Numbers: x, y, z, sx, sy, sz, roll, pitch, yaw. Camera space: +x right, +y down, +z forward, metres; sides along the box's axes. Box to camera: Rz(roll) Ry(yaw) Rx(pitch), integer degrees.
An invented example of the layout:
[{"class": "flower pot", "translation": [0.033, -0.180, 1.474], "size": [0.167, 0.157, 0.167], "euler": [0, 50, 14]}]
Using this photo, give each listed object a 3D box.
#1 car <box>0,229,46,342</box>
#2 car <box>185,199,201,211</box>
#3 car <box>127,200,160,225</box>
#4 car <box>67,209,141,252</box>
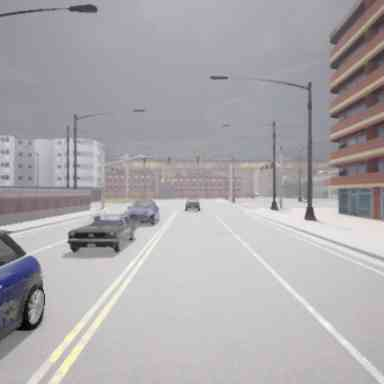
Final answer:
[{"class": "car", "translation": [-3.597, 1.355, 3.879], "size": [2.097, 1.767, 4.553], "euler": [0, 0, 0]}, {"class": "car", "translation": [0.096, 1.546, 41.982], "size": [1.812, 1.442, 4.674], "euler": [0, 1, 0]}, {"class": "car", "translation": [-3.546, 1.374, 24.282], "size": [2.097, 1.767, 4.553], "euler": [0, 0, 0]}, {"class": "car", "translation": [-3.593, 1.614, 14.104], "size": [1.895, 1.301, 4.718], "euler": [0, 0, 0]}]
